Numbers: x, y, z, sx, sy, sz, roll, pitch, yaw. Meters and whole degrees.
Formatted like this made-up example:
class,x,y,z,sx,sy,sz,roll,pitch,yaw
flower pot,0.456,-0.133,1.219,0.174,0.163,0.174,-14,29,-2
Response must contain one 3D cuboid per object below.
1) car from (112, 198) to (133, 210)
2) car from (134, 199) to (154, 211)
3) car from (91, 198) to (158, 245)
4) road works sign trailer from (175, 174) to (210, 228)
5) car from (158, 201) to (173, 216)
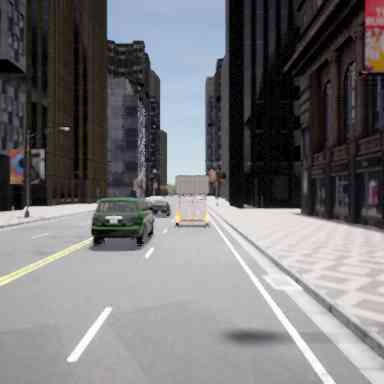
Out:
class,x,y,z,sx,sy,sz,roll,pitch,yaw
car,-9.778,1.699,47.343,1.882,1.535,5.008,0,0,0
car,-6.536,1.761,45.674,2.033,1.411,5.357,0,0,0
car,-3.130,1.292,15.996,2.150,2.045,5.566,0,0,0
road works sign trailer,0.028,0.570,23.089,2.380,3.560,2.880,0,0,0
car,-3.110,1.664,34.277,1.837,1.490,4.892,0,0,0
